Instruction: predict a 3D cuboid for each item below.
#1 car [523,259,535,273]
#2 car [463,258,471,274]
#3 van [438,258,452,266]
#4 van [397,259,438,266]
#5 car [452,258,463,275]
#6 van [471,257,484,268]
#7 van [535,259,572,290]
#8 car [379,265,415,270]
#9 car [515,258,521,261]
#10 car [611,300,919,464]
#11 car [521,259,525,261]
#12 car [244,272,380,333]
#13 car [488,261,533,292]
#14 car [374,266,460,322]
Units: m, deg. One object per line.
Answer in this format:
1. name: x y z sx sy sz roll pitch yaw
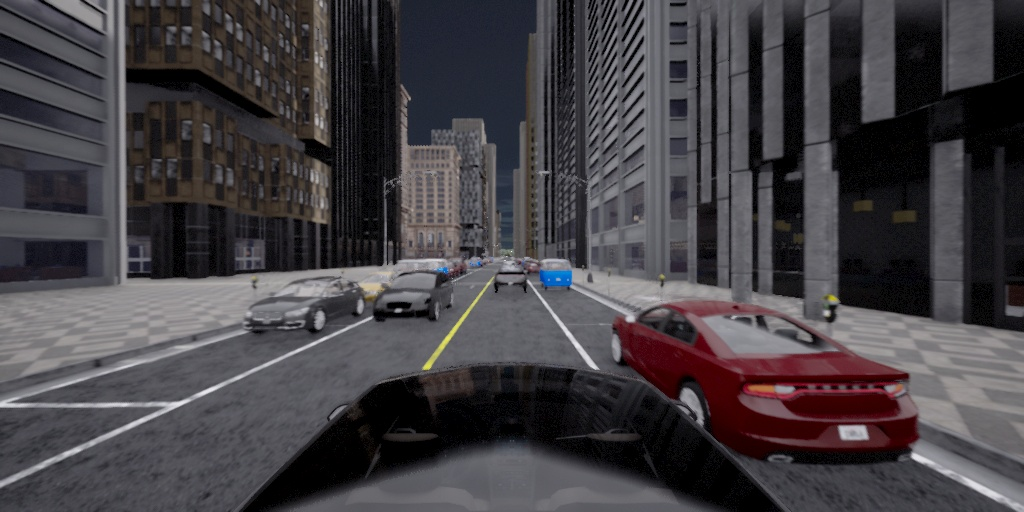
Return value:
1. car: 2.461 1.333 38.963 1.802 1.307 4.207 0 0 0
2. car: -6.064 1.092 38.890 2.192 1.841 5.009 0 0 0
3. van: -5.971 1.115 27.608 1.690 1.789 3.998 0 0 0
4. van: -5.925 1.114 21.967 1.690 1.789 3.998 0 0 0
5. car: -6.017 1.216 33.248 1.967 1.591 4.097 0 0 0
6. van: -6.248 1.122 61.453 1.690 1.789 3.998 0 0 0
7. van: 2.600 1.088 22.042 1.690 1.789 3.998 0 0 0
8. car: -5.877 1.297 16.157 1.751 1.417 4.829 0 0 0
9. car: -0.218 1.285 39.659 1.812 1.442 4.674 0 0 0
10. car: 2.738 1.288 5.120 1.888 1.381 4.507 0 0 0
11. car: 2.415 1.334 44.604 1.802 1.307 4.207 0 0 0
12. car: -5.832 1.321 10.686 2.007 1.370 4.403 0 0 0
13. car: -0.077 1.247 21.291 2.128 1.511 4.902 0 0 0
14. car: -3.181 1.267 12.416 1.837 1.490 4.892 0 0 0
